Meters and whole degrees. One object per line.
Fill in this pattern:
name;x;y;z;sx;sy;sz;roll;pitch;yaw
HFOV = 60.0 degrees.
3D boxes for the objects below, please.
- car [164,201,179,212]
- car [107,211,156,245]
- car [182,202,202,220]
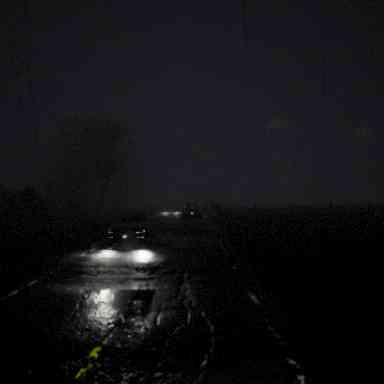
car;-2.960;2.127;48.915;1.882;1.535;5.008;0;-1;0
car;-2.890;1.723;16.686;1.837;1.490;4.892;0;-1;0
car;0.014;2.003;33.470;1.994;1.385;4.181;0;-1;0
